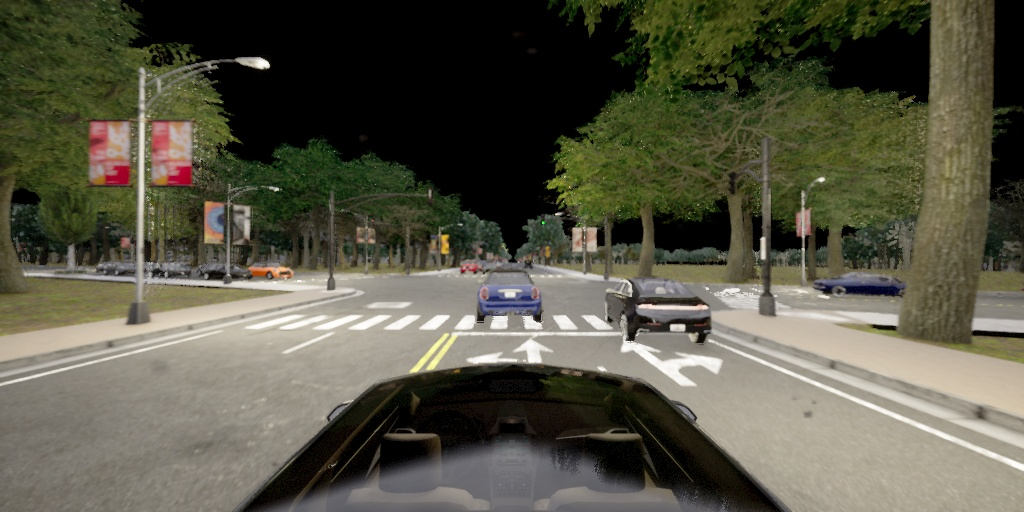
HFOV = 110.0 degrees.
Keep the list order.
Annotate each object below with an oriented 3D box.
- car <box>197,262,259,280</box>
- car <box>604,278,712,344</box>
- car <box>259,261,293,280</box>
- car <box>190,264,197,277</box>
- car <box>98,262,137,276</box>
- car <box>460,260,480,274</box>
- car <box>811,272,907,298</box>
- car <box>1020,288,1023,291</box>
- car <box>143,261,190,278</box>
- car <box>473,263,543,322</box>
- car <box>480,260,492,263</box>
[{"bbox_3d":[-26.323,1.482,33.169,5.008,1.535,1.882,0,-1,22],"label":"car"},{"bbox_3d":[3.770,1.345,10.005,2.128,1.511,4.902,0,-1,6],"label":"car"},{"bbox_3d":[-24.064,1.393,35.741,4.553,1.767,2.097,0,-1,23],"label":"car"},{"bbox_3d":[-32.462,1.530,39.377,4.902,1.511,2.128,0,-1,23],"label":"car"},{"bbox_3d":[-44.894,1.508,41.251,4.892,1.490,1.837,0,-1,24],"label":"car"},{"bbox_3d":[-6.254,1.607,52.975,2.150,2.045,5.566,0,-1,0],"label":"car"},{"bbox_3d":[20.136,1.712,20.375,4.718,1.301,1.895,0,-1,23],"label":"car"},{"bbox_3d":[31.238,1.760,19.114,4.718,1.301,1.895,0,-1,23],"label":"car"},{"bbox_3d":[-35.439,1.479,37.126,5.008,1.535,1.882,0,-1,23],"label":"car"},{"bbox_3d":[-0.208,1.241,13.110,2.097,1.767,4.553,0,-1,-4],"label":"car"},{"bbox_3d":[-3.002,1.713,50.943,2.097,1.767,4.553,0,-1,0],"label":"car"}]
